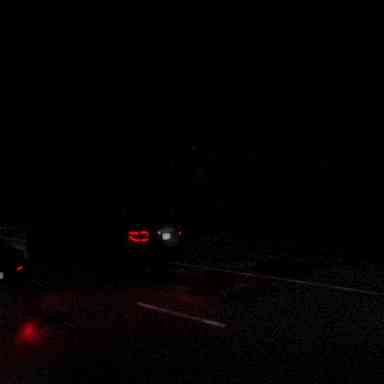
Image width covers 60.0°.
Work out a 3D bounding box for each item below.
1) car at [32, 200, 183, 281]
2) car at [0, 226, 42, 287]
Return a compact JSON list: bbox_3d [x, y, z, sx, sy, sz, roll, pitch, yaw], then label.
[{"bbox_3d":[-2.851,1.284,10.324,5.566,2.045,2.150,-1,0,35],"label":"car"},{"bbox_3d":[-5.922,1.597,8.215,4.674,1.442,1.812,-1,0,35],"label":"car"}]
